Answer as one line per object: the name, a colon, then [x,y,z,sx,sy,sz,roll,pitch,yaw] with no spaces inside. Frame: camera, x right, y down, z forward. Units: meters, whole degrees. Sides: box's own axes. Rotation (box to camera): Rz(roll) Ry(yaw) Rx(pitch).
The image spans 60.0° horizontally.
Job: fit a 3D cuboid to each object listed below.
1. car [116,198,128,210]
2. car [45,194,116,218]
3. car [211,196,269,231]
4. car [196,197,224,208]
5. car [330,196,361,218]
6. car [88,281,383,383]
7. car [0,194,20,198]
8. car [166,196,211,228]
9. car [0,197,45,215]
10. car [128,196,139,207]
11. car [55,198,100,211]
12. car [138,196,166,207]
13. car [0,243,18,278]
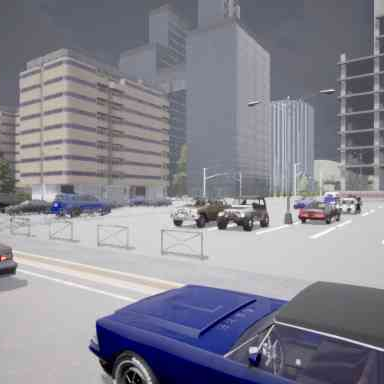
car: [-10.934,1.547,41.525,2.033,1.411,5.357,0,0,34]
car: [-9.912,1.221,30.130,2.150,2.045,5.566,0,0,34]
car: [3.062,1.156,19.242,1.905,1.878,3.866,0,0,34]
car: [2.659,1.504,48.872,1.837,1.490,4.892,0,0,34]
car: [15.086,1.395,32.197,1.970,1.475,3.806,0,0,34]
car: [1.172,1.601,3.153,4.718,1.301,1.895,0,0,35]
car: [-20.212,1.222,33.991,2.150,2.045,5.566,0,0,34]
car: [0.694,1.153,20.908,1.932,1.855,4.605,0,0,34]
car: [-16.264,1.526,33.553,1.812,1.442,4.674,0,0,34]
car: [-8.826,1.352,50.896,2.097,1.767,4.553,0,0,35]
car: [-14.502,1.547,42.500,2.033,1.411,5.357,0,0,34]
car: [-5.142,1.547,50.141,2.033,1.411,5.357,0,0,34]
car: [-6.673,1.547,8.669,5.357,1.411,2.033,0,0,35]
